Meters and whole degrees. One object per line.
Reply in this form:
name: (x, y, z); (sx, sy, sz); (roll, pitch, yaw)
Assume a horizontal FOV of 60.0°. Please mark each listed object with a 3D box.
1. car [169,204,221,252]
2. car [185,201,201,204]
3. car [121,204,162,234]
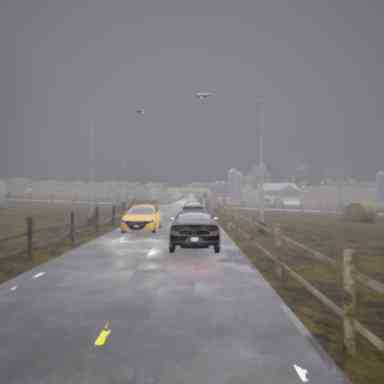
car: (0.096, 1.477, 13.890); (1.882, 1.535, 5.008); (0, 0, 0)
car: (0.104, 1.538, 29.521); (1.882, 1.535, 5.008); (0, 0, 0)
car: (-2.852, 1.491, 19.530); (1.882, 1.535, 5.008); (0, 0, 0)
